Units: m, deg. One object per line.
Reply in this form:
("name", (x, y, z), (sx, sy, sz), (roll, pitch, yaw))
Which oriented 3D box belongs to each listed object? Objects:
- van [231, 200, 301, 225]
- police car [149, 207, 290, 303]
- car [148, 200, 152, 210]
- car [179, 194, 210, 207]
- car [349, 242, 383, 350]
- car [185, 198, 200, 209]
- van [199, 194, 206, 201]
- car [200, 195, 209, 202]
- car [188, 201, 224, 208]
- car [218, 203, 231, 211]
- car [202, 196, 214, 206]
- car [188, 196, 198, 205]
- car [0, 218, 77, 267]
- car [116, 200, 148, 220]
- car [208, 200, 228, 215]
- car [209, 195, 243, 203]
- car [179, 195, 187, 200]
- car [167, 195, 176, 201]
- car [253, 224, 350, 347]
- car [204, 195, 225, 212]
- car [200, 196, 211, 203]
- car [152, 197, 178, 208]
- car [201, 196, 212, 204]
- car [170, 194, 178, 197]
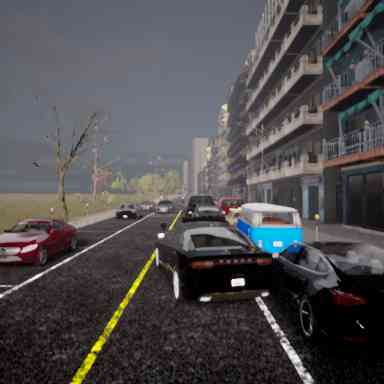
("van", (2.602, 1.338, 11.914), (1.690, 1.788, 3.998), (1, 0, 0))
("police car", (0.226, 1.423, 8.499), (1.930, 1.638, 5.238), (0, 0, -13))
("car", (-5.220, 1.573, 39.690), (1.802, 1.307, 4.206), (1, 0, 0))
("car", (0.435, 1.214, 24.585), (2.150, 2.045, 5.566), (0, 0, -5))
("car", (2.578, 1.315, 0.592), (2.192, 1.841, 5.009), (1, 0, 0))
("car", (0.114, 1.538, 46.480), (2.033, 1.411, 5.357), (0, 0, 1))
("van", (2.762, 1.330, 85.508), (1.690, 1.788, 3.998), (1, 0, 0))
("car", (2.737, 1.429, 74.185), (1.967, 1.590, 4.097), (1, 0, 0))
("car", (0.865, 1.501, 18.644), (1.837, 1.490, 4.892), (0, 0, 0))
("car", (2.613, 1.521, 17.746), (1.752, 1.417, 4.829), (1, 0, 0))
("car", (2.699, 1.515, 57.373), (1.752, 1.417, 4.829), (1, 0, 0))
("car", (0.131, 1.515, 60.260), (1.812, 1.442, 4.674), (0, 0, 0))
("car", (-5.282, 1.579, 11.420), (1.802, 1.307, 4.206), (1, 0, 0))
("car", (-5.245, 1.559, 28.382), (1.947, 1.339, 4.313), (1, 0, 0))
("car", (2.649, 1.574, 34.559), (1.802, 1.307, 4.206), (1, 0, 0))
("car", (2.627, 1.309, 23.237), (2.192, 1.841, 5.009), (1, 0, 0))
("car", (-2.547, 1.481, 93.184), (2.128, 1.511, 4.902), (0, 0, 0))
("car", (-5.122, 1.539, 84.922), (2.008, 1.369, 4.403), (1, 0, 0))
("car", (2.587, 1.564, 6.253), (1.947, 1.339, 4.313), (1, 0, 0))
("car", (2.664, 1.306, 40.220), (2.192, 1.841, 5.009), (1, 0, 0))
("car", (2.723, 1.539, 68.524), (2.008, 1.369, 4.403), (1, 0, 0))
("car", (-2.772, 1.517, 34.740), (1.812, 1.442, 4.674), (0, 0, 0))
("car", (2.711, 1.514, 63.034), (1.752, 1.417, 4.829), (1, 0, 0))
("car", (-5.134, 1.539, 79.268), (2.008, 1.369, 4.403), (1, 0, 0))
